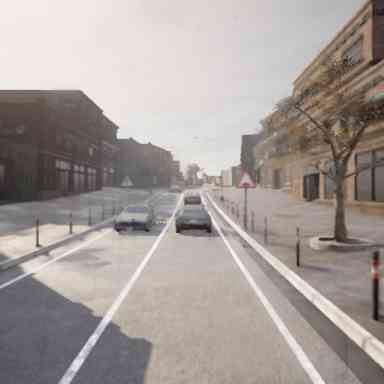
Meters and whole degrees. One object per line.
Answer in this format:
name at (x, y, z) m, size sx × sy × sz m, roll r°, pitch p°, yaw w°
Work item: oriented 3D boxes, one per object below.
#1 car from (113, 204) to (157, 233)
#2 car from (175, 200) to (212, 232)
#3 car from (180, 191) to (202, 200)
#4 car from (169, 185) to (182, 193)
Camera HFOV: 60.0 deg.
car at (-3.111, 1.398, 19.213) m, size 2.033 × 1.411 × 5.357 m, roll 0°, pitch 1°, yaw 0°
car at (0.089, 1.421, 19.089) m, size 1.994 × 1.385 × 4.181 m, roll 0°, pitch 1°, yaw 0°
car at (0.079, 0.718, 36.641) m, size 2.128 × 1.511 × 4.902 m, roll 0°, pitch 3°, yaw 0°
car at (-2.958, -0.574, 59.652) m, size 1.812 × 1.442 × 4.674 m, roll 0°, pitch 3°, yaw 2°
